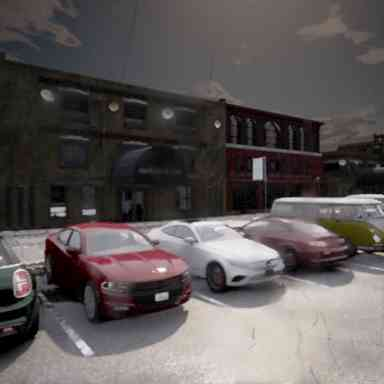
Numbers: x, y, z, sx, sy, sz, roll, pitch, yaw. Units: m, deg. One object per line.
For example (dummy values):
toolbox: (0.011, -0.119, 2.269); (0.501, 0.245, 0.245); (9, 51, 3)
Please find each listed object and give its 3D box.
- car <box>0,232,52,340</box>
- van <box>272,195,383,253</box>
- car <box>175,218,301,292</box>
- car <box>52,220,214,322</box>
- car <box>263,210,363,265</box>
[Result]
car: (-4.233, 1.355, 5.928); (2.185, 1.767, 4.553); (0, 0, -35)
van: (5.139, 1.214, 12.490); (1.878, 1.987, 4.442); (-1, 1, -35)
car: (0.353, 1.516, 9.231); (2.002, 1.452, 4.674); (0, 0, -35)
car: (-1.952, 1.478, 7.596); (2.097, 1.535, 5.008); (0, 0, -35)
car: (2.665, 1.509, 10.870); (2.002, 1.452, 4.674); (0, 0, -35)
